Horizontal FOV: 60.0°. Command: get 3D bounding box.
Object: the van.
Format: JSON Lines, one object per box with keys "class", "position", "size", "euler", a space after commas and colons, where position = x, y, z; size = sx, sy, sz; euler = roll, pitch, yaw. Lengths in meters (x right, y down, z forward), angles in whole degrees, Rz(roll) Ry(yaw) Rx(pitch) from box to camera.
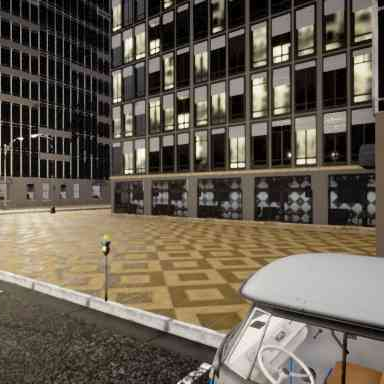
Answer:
{"class": "van", "position": [1.900, 1.341, 1.523], "size": [3.998, 1.788, 1.690], "euler": [0, 0, 35]}
